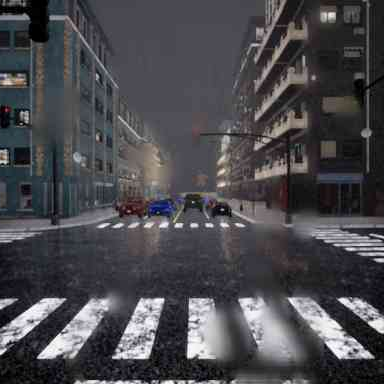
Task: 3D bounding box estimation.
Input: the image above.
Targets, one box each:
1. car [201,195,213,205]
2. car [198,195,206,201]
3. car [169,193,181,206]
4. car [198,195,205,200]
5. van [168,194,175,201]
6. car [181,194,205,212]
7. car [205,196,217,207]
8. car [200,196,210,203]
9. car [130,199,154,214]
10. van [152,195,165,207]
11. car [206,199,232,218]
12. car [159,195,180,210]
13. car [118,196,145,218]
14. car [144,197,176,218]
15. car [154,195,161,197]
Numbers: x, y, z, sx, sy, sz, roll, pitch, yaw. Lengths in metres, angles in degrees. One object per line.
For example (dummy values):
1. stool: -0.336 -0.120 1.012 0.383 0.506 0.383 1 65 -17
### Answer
1. car: 2.626 1.418 58.091 1.967 1.590 4.097 0 0 0
2. car: 2.653 1.500 85.852 1.887 1.381 4.507 0 0 0
3. car: -2.773 1.199 55.056 2.150 2.045 5.566 0 0 0
4. car: 2.659 1.494 91.404 1.887 1.381 4.507 0 0 0
5. van: -5.226 1.296 85.859 1.690 1.788 3.998 0 0 0
6. car: 0.140 1.211 39.442 2.150 2.045 5.566 0 0 0
7. car: 2.608 1.571 41.436 1.802 1.307 4.206 0 0 0
8. car: 2.637 1.521 69.196 2.008 1.369 4.403 0 0 0
9. car: -5.278 1.536 35.891 1.887 1.381 4.507 0 0 0
10. van: -5.260 1.323 52.547 1.690 1.788 3.998 0 0 0
11. car: 2.597 1.560 30.332 1.947 1.339 4.313 0 0 0
12. car: -2.806 1.494 40.649 1.837 1.490 4.892 0 0 0
13. car: -5.283 1.309 30.339 2.192 1.841 5.009 0 0 0
14. car: -2.822 1.472 30.279 1.882 1.535 5.008 0 0 0
15. car: -5.266 1.530 46.995 1.887 1.381 4.507 0 0 0
